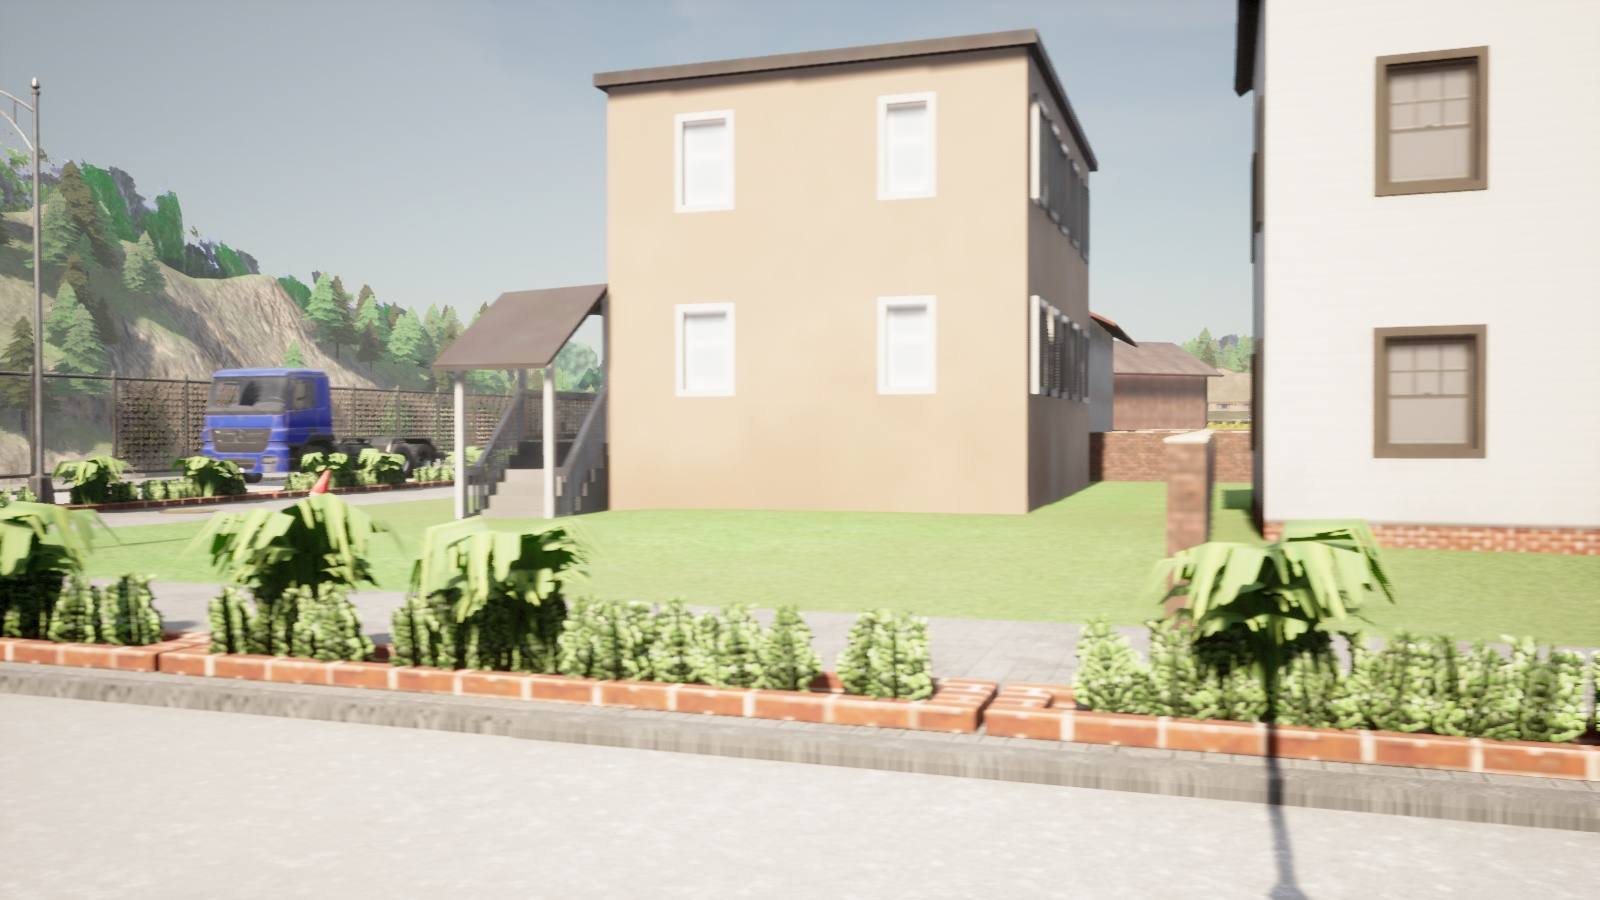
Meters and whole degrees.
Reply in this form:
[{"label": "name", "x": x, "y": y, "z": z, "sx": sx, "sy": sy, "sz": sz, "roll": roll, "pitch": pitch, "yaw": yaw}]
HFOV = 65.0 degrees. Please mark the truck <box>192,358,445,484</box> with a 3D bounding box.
[{"label": "truck", "x": -14.502, "y": -0.869, "z": 38.705, "sx": 2.891, "sy": 3.462, "sz": 7.936, "roll": 1, "pitch": 1, "yaw": 19}]
